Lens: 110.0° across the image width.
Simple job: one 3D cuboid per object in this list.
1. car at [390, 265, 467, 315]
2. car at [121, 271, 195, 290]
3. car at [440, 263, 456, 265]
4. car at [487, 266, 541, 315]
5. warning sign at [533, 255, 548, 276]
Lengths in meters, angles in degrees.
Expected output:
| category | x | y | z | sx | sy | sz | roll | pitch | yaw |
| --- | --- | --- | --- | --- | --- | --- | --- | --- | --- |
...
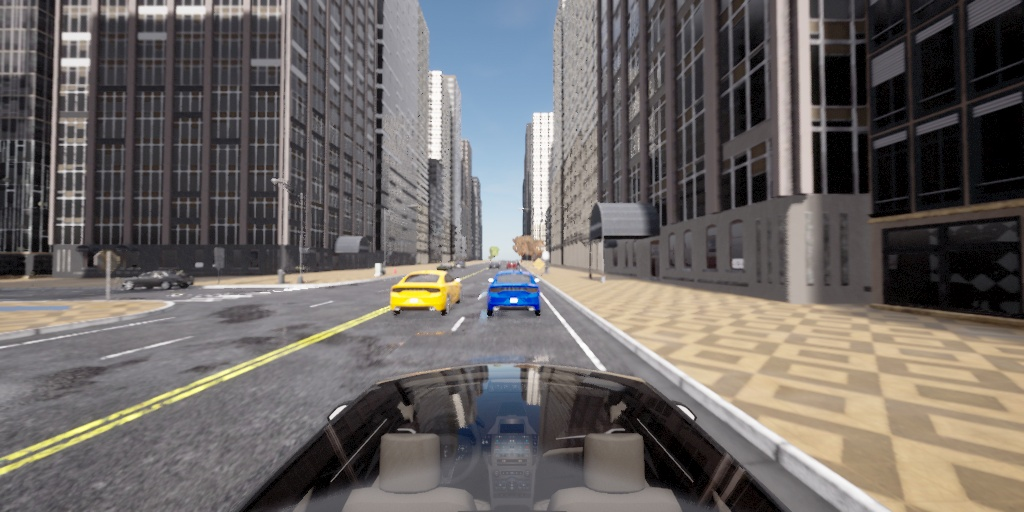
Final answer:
| category | x | y | z | sx | sy | sz | roll | pitch | yaw |
| --- | --- | --- | --- | --- | --- | --- | --- | --- | --- |
| car | -3.175 | 1.304 | 14.115 | 1.882 | 1.535 | 5.008 | 0 | 0 | 0 |
| car | -25.674 | 1.742 | 26.063 | 4.403 | 1.370 | 2.007 | 0 | 0 | -1 |
| car | -9.837 | 1.698 | 52.486 | 1.895 | 1.301 | 4.718 | 0 | 0 | 0 |
| car | 0.073 | 1.311 | 14.113 | 1.882 | 1.535 | 5.008 | 0 | 0 | 0 |
| warning sign | 2.836 | 1.109 | 37.346 | 1.300 | 1.860 | 1.060 | 0 | 0 | 0 |
